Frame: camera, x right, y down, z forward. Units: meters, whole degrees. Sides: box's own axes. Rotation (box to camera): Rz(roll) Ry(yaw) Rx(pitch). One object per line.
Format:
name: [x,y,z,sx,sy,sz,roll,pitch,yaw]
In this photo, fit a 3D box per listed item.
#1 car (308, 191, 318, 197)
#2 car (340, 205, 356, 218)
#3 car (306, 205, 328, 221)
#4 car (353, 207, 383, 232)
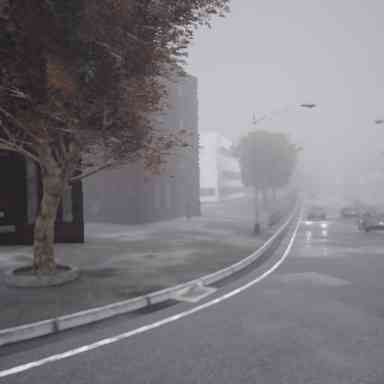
car: [27.311,0.596,75.191,2.097,1.767,4.553,-1,2,19]
car: [18.120,2.226,38.052,1.994,1.385,4.181,-1,0,20]
car: [13.530,2.253,36.140,1.837,1.490,4.892,-1,-1,19]
car: [12.962,2.035,23.471,1.994,1.385,4.181,-1,-2,20]
